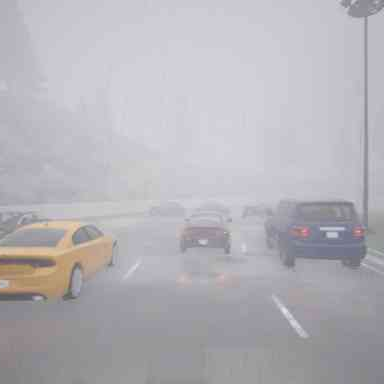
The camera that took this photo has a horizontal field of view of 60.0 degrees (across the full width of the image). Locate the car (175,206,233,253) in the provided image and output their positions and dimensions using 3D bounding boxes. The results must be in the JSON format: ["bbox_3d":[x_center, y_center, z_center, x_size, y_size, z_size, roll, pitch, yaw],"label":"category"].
[{"bbox_3d":[0.660,1.516,13.575,1.812,1.442,4.674,0,0,7],"label":"car"}]

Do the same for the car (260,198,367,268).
[{"bbox_3d":[3.899,1.214,11.412,2.150,2.045,5.566,0,0,4],"label":"car"}]

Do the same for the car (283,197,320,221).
[{"bbox_3d":[9.181,1.332,27.679,2.097,1.767,4.553,0,0,29],"label":"car"}]

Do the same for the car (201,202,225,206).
[{"bbox_3d":[1.842,1.544,28.694,1.994,1.385,4.181,0,0,26],"label":"car"}]

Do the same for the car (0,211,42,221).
[{"bbox_3d":[-6.569,1.483,12.824,2.128,1.511,4.902,0,0,4],"label":"car"}]

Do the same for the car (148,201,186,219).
[{"bbox_3d":[-2.104,1.505,29.252,1.812,1.442,4.674,0,0,25],"label":"car"}]

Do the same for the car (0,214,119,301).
[{"bbox_3d":[-3.279,1.472,8.401,1.882,1.535,5.008,0,0,2],"label":"car"}]

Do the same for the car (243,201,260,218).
[{"bbox_3d":[5.851,1.505,28.940,1.812,1.442,4.674,0,0,29],"label":"car"}]
